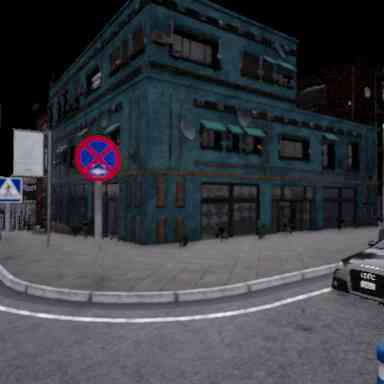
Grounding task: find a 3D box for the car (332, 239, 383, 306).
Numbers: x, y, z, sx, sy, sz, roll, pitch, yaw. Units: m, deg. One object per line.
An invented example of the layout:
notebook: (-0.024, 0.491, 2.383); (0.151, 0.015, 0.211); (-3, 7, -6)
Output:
car: (5.102, 1.622, 7.409); (4.181, 1.385, 1.994); (0, 0, -30)
